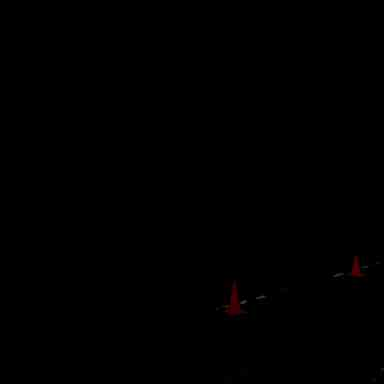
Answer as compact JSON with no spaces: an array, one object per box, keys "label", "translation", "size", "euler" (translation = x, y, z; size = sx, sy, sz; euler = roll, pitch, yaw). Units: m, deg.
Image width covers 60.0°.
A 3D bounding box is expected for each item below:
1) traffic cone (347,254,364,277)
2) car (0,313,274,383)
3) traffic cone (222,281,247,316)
[{"label":"traffic cone","translation":[4.657,2.064,9.445],"size":[0.340,0.580,0.340],"euler":[1,-1,-39]},{"label":"car","translation":[-1.818,1.547,1.614],"size":[5.357,1.411,2.033],"euler":[1,-1,-36]},{"label":"traffic cone","translation":[0.817,2.013,6.386],"size":[0.340,0.580,0.340],"euler":[1,-1,-38]}]
